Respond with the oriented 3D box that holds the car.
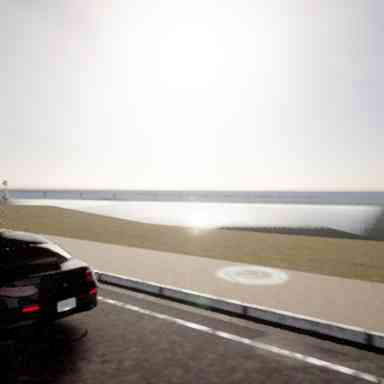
[{"bbox_3d":[-3.719,1.481,6.287,4.674,1.442,1.812,1,0,36],"label":"car"}]
